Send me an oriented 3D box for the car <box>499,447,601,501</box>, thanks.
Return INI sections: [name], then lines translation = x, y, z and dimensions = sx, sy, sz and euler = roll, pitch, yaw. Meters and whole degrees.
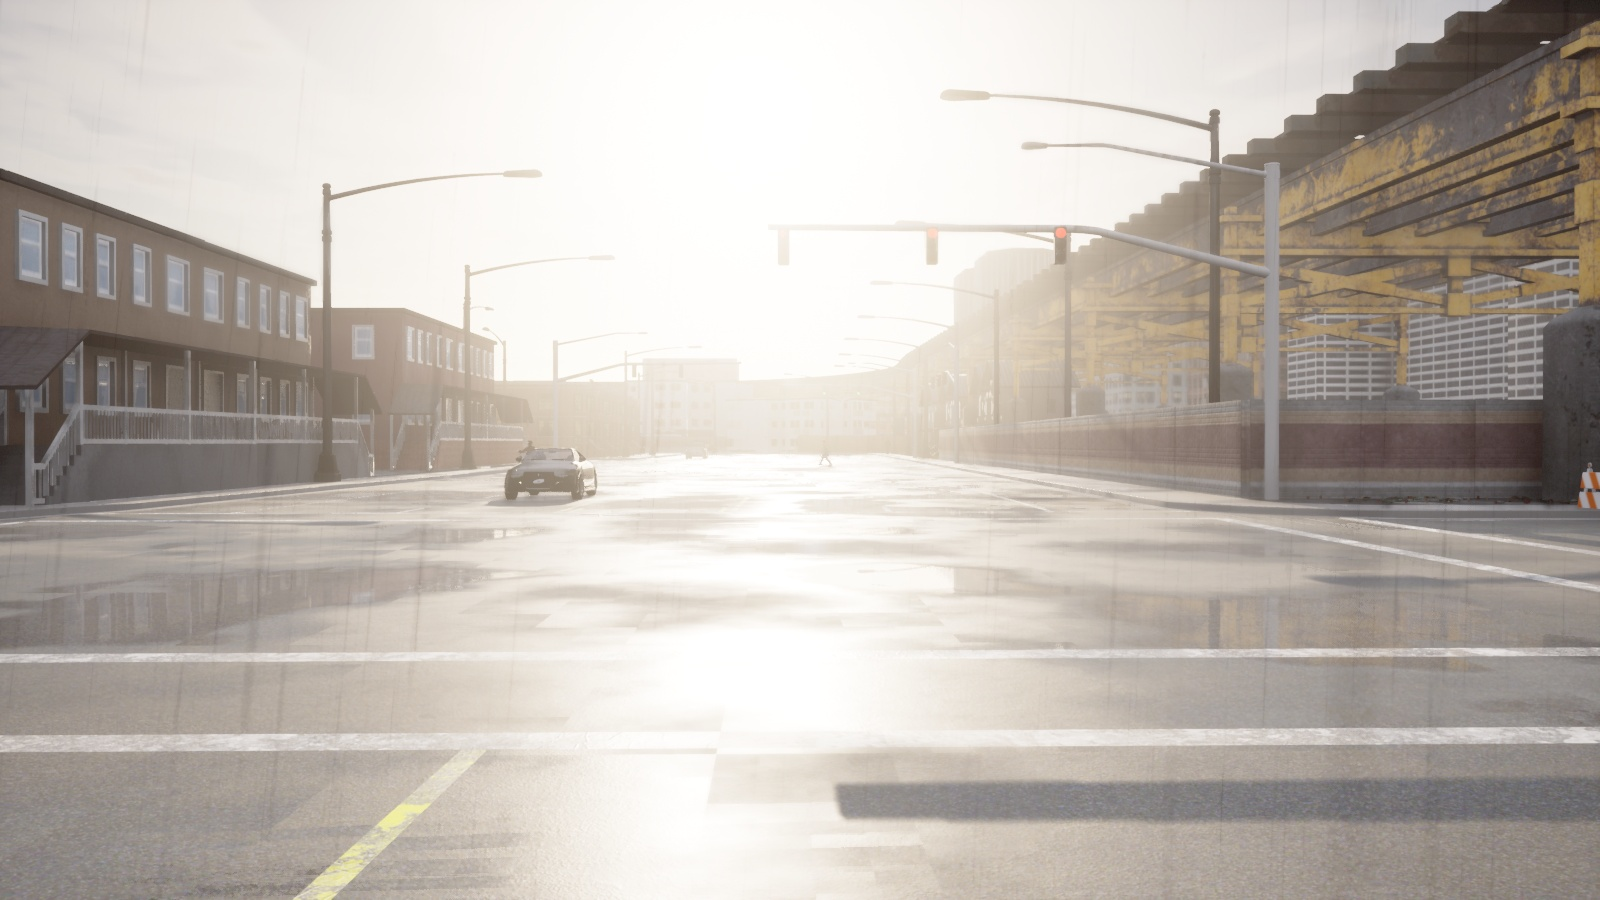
[car]
translation = -6.793, 0.610, 34.588
dimensions = 1.994, 1.385, 4.181
euler = 0, 0, 0
